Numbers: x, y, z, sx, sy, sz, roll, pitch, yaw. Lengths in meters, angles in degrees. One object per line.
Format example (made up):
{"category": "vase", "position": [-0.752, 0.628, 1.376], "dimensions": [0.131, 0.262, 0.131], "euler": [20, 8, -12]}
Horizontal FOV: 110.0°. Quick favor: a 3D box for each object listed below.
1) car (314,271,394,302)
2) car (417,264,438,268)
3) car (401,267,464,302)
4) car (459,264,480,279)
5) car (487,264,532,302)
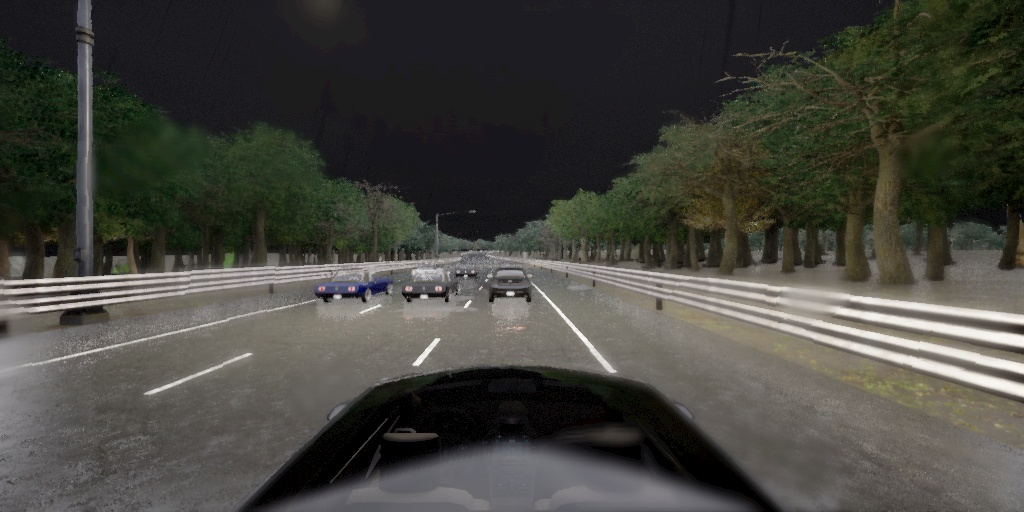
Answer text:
{"category": "car", "position": [-7.096, 1.364, 16.754], "dimensions": [1.895, 1.301, 4.718], "euler": [0, 0, -1]}
{"category": "car", "position": [-7.378, 1.363, 31.773], "dimensions": [1.895, 1.301, 4.718], "euler": [0, 0, -1]}
{"category": "car", "position": [-3.597, 1.363, 16.798], "dimensions": [1.895, 1.301, 4.718], "euler": [0, 0, -1]}
{"category": "car", "position": [-3.879, 1.362, 31.860], "dimensions": [1.895, 1.301, 4.718], "euler": [0, 0, -1]}
{"category": "car", "position": [-0.096, 1.263, 16.812], "dimensions": [1.837, 1.490, 4.892], "euler": [0, 0, -1]}
